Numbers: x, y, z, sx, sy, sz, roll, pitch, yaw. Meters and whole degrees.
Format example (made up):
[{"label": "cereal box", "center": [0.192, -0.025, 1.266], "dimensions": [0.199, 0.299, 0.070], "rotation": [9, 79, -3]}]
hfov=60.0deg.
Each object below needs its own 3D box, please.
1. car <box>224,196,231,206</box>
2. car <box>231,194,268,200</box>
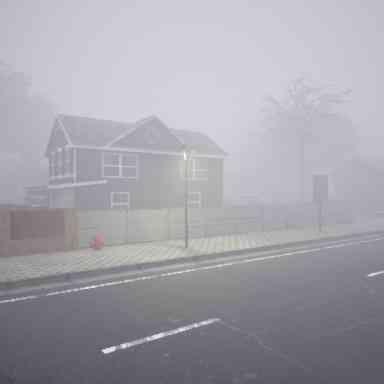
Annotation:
[{"label": "car", "center": [4.527, 1.416, 51.176], "dimensions": [2.097, 1.767, 4.553], "rotation": [0, 0, -35]}, {"label": "car", "center": [7.805, 1.269, 41.426], "dimensions": [2.150, 2.045, 5.566], "rotation": [0, 0, -35]}]
